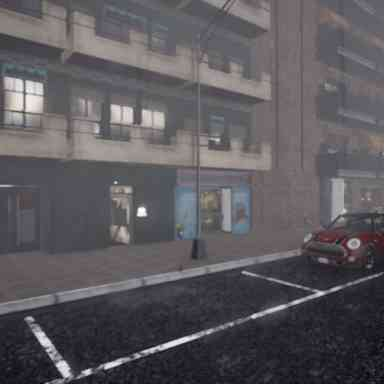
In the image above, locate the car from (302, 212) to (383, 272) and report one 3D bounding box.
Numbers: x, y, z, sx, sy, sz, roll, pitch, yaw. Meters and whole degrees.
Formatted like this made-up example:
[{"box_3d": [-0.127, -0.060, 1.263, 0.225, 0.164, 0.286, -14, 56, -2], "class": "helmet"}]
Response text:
[{"box_3d": [5.331, 1.411, 10.675, 4.097, 1.590, 1.967, 0, 0, -37], "class": "car"}]
